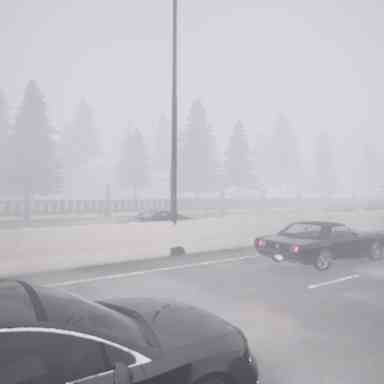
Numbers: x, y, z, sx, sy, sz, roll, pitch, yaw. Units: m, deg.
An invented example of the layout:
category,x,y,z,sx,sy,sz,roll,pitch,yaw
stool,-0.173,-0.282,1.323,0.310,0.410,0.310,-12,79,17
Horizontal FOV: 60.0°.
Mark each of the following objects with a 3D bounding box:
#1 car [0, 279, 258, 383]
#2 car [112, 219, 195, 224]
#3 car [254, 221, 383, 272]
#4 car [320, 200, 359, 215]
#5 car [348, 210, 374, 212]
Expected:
category,x,y,z,sx,sy,sz,roll,pitch,yaw
car,-1.599,1.493,2.508,4.892,1.490,1.837,0,0,-36
car,-1.729,1.545,15.490,4.181,1.385,1.994,0,0,-34
car,4.360,1.619,10.918,4.718,1.301,1.895,0,0,-34
car,15.986,1.635,36.005,4.181,1.385,1.994,0,0,-34
car,17.810,1.575,33.017,4.902,1.511,2.128,0,0,-34
